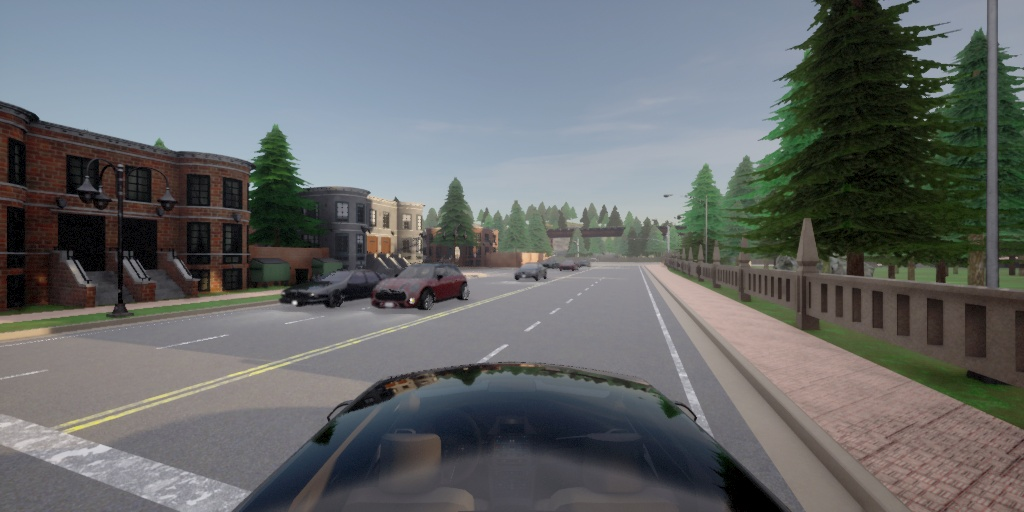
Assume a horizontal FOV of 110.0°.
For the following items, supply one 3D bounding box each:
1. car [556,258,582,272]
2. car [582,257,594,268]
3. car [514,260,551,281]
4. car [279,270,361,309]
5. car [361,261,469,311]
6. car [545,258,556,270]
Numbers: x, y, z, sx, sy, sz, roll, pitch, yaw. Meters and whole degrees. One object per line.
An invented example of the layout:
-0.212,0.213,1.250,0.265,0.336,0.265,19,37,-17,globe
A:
7.433,1.226,46.637,1.882,1.535,5.008,0,0,19,car
11.900,1.311,59.612,1.994,1.385,4.181,0,0,19,car
1.649,1.275,29.788,1.812,1.442,4.674,0,0,19,car
-6.967,1.297,15.416,2.033,1.411,5.357,0,0,19,car
-3.550,1.101,14.594,2.097,1.767,4.553,0,0,19,car
5.694,1.098,53.573,2.097,1.767,4.553,0,0,25,car
